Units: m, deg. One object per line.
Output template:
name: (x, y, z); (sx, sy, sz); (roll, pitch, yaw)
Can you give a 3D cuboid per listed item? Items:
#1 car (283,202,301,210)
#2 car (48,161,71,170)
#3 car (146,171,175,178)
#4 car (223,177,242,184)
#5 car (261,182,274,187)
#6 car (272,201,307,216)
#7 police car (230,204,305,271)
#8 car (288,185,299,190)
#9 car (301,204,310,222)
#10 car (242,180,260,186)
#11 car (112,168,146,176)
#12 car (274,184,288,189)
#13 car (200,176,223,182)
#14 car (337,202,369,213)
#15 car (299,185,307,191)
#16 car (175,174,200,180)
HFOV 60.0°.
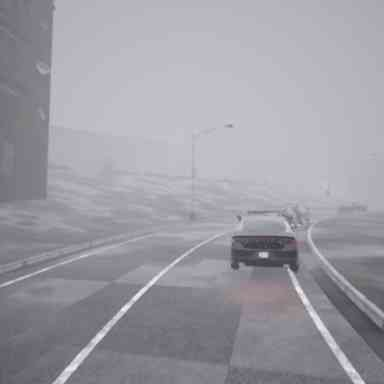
car: (5.241, 1.545, 20.081); (1.837, 1.490, 4.892); (-1, -1, 22)
car: (-19.185, -3.460, 46.227); (4.553, 1.767, 2.185); (3, -5, -36)
car: (-5.902, -2.698, 55.921); (4.892, 1.521, 2.231); (3, -5, -36)
car: (7.093, -2.057, 66.260); (4.553, 1.767, 2.185); (4, -5, -40)
car: (15.493, -1.339, 73.707); (4.674, 1.452, 2.002); (4, -5, -42)
car: (11.356, 1.887, 38.402); (1.882, 1.535, 5.008); (-3, -3, 41)
police car: (2.401, 1.415, 11.084); (1.930, 1.638, 5.238); (-1, 0, 13)
car: (23.431, -0.917, 81.395); (4.553, 1.767, 2.185); (5, -6, -45)
car: (7.674, 1.597, 25.267); (1.837, 1.490, 4.892); (-2, -1, 28)
car: (11.406, -1.624, 70.008); (4.792, 1.488, 2.163); (4, -5, -41)
car: (-10.353, -2.920, 52.664); (4.892, 1.521, 2.231); (3, -5, -36)
car: (19.428, -1.102, 77.430); (4.892, 1.521, 2.231); (4, -5, -43)
car: (2.848, -2.194, 62.726); (5.008, 1.535, 2.097); (3, -5, -38)
car: (20.856, 1.999, 42.908); (4.718, 1.301, 1.895); (1, -3, -37)
car: (27.343, -0.705, 85.412); (2.435, 2.045, 5.566); (-3, -6, 44)
car: (-1.491, -2.412, 59.274); (4.674, 1.452, 2.002); (3, -5, -37)
